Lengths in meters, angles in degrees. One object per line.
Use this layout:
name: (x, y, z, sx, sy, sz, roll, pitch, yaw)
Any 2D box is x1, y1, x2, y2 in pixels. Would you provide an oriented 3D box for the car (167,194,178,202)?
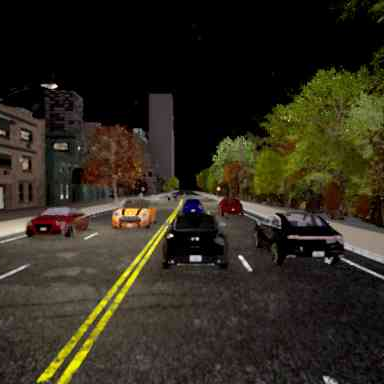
car: (-3.576, 1.043, 62.000, 2.128, 1.511, 4.902, 0, 0, 0)

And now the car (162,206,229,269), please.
car: (0.094, 1.425, 10.885, 1.837, 1.490, 4.892, 0, 0, 0)

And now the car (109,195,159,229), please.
car: (-3.359, 1.205, 20.160, 2.097, 1.767, 4.553, 0, 0, 0)

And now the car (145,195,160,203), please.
car: (-6.766, 1.186, 57.336, 1.895, 1.301, 4.718, 0, 0, 0)

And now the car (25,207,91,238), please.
car: (-6.609, 1.441, 16.789, 1.994, 1.385, 4.181, 0, 0, 0)

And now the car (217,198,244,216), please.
car: (3.333, 1.264, 29.413, 1.882, 1.535, 5.008, 0, 0, 0)

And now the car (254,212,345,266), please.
car: (3.343, 1.409, 11.219, 2.128, 1.511, 4.902, 0, 0, 0)

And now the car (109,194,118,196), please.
car: (-20.743, 1.164, 90.773, 4.313, 1.339, 1.947, -1, 2, -1)

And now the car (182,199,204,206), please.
car: (0.084, 1.315, 28.961, 1.812, 1.442, 4.674, 0, 0, 0)
